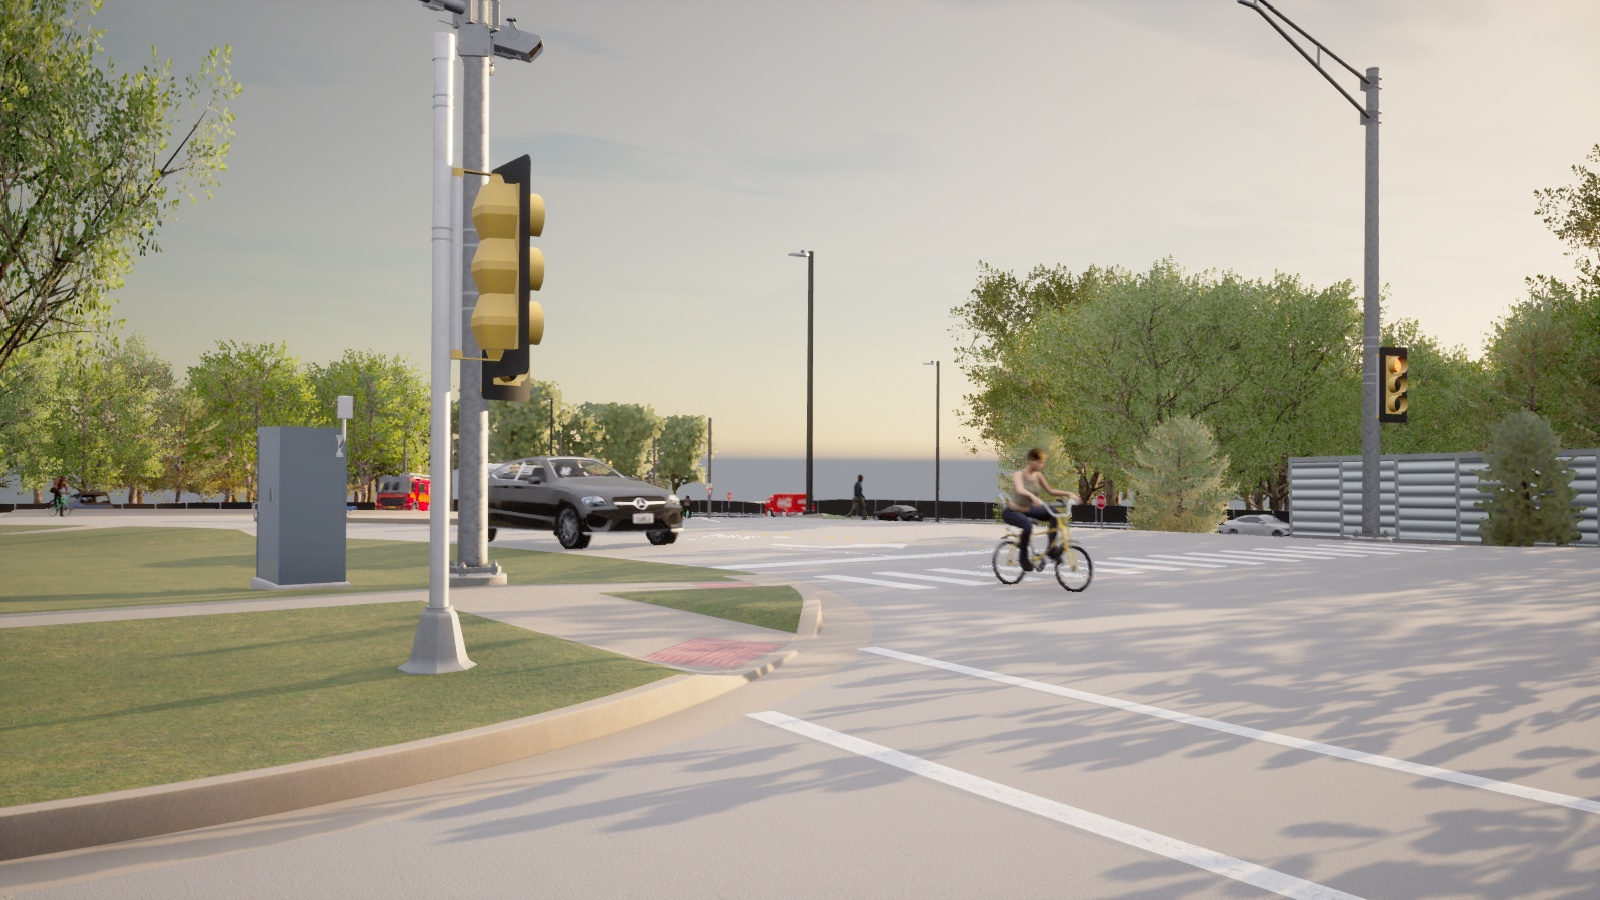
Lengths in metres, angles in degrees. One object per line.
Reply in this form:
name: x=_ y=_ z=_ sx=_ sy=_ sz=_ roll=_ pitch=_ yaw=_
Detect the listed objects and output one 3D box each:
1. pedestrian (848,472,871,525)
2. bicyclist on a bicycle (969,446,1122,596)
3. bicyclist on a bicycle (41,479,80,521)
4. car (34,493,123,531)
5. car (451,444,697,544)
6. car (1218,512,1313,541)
pedestrian: x=2.079 y=1.683 z=44.014 sx=0.726 sy=1.835 sz=0.370 roll=0 pitch=0 yaw=-14
bicyclist on a bicycle: x=2.779 y=0.768 z=14.314 sx=0.866 sy=1.612 sz=1.509 roll=1 pitch=-1 yaw=-38
bicyclist on a bicycle: x=-29.068 y=1.972 z=49.346 sx=1.656 sy=1.620 sz=0.582 roll=-1 pitch=-2 yaw=31
car: x=-40.860 y=3.496 z=71.186 sx=1.905 sy=1.878 sz=3.866 roll=-9 pitch=-6 yaw=25
car: x=-4.291 y=0.790 z=23.199 sx=2.152 sy=1.651 sz=5.027 roll=0 pitch=-2 yaw=-42
car: x=25.522 y=4.173 z=68.985 sx=1.812 sy=1.442 sz=4.674 roll=0 pitch=-2 yaw=-33
